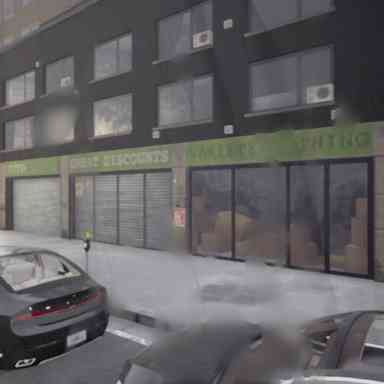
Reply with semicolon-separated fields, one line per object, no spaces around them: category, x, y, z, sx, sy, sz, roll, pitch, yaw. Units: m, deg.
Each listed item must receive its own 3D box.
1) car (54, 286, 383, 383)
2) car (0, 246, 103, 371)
car;1.320;1.551;2.146;4.403;1.369;2.008;0;0;35
car;-3.190;1.556;5.336;4.403;1.369;2.008;0;0;35
